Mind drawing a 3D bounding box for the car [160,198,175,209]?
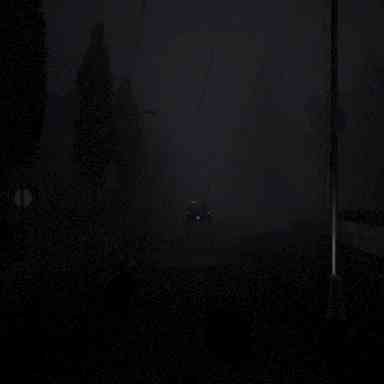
[{"bbox_3d":[-3.310,1.540,45.976,2.033,1.411,5.357,0,0,1],"label":"car"}]

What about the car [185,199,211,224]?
[{"bbox_3d":[0.455,1.529,24.601,1.812,1.442,4.674,0,0,1],"label":"car"}]

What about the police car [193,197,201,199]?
[{"bbox_3d":[0.719,1.513,44.730,2.038,1.542,4.974,0,0,1],"label":"police car"}]
